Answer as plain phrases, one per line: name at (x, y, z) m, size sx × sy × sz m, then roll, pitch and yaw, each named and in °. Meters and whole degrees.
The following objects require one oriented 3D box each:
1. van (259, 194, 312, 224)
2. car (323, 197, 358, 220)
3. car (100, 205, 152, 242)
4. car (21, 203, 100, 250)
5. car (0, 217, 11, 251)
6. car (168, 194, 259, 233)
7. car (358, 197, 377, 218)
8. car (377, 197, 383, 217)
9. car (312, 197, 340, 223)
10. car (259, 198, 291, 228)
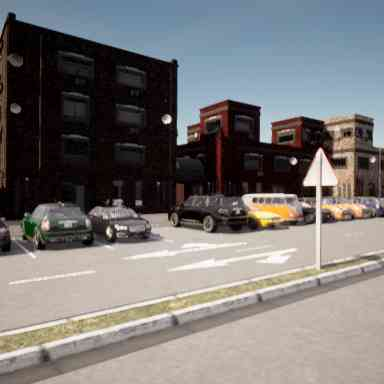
van at (5.360, 1.137, 22.241) m, size 1.878 × 1.987 × 4.442 m, roll 0°, pitch 0°, yaw -36°
car at (9.762, 1.220, 25.568) m, size 2.185 × 1.767 × 4.553 m, roll 0°, pitch 0°, yaw -36°
car at (-3.684, 1.401, 15.930) m, size 2.231 × 1.521 × 4.892 m, roll 0°, pitch 0°, yaw -36°
car at (-5.910, 1.280, 14.294) m, size 2.185 × 1.767 × 4.553 m, roll 0°, pitch 0°, yaw -36°
car at (-8.170, 1.448, 12.714) m, size 2.002 × 1.452 × 4.674 m, roll 0°, pitch 0°, yaw -36°
car at (0.789, 1.130, 19.153) m, size 2.435 × 2.045 × 5.566 m, roll 0°, pitch 0°, yaw -36°
car at (12.005, 1.213, 27.170) m, size 2.185 × 1.767 × 4.553 m, roll 0°, pitch 0°, yaw -36°
car at (14.285, 1.207, 28.723) m, size 2.185 × 1.767 × 4.553 m, roll 0°, pitch 0°, yaw -36°
car at (7.533, 1.354, 23.944) m, size 2.097 × 1.535 × 5.008 m, roll 0°, pitch 0°, yaw -36°
car at (3.157, 1.369, 20.583) m, size 1.946 × 1.575 × 5.366 m, roll 0°, pitch 0°, yaw -36°
